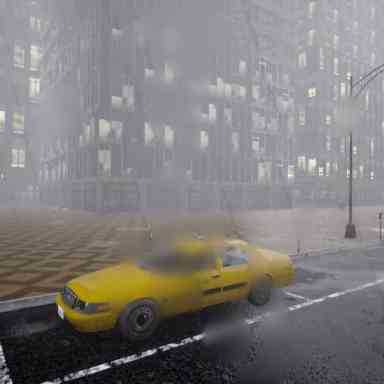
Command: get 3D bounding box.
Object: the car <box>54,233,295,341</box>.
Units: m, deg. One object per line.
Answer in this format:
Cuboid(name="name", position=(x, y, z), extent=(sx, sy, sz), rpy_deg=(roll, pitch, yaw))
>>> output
Cuboid(name="car", position=(-0.038, 1.525, 6.484), extent=(4.829, 1.417, 1.752), rpy_deg=(0, 1, -35))
